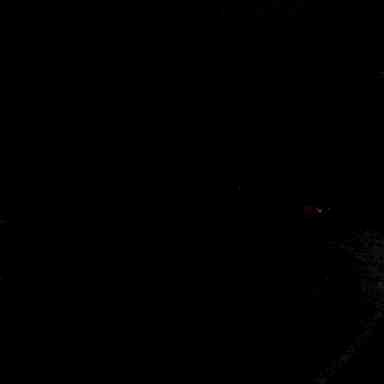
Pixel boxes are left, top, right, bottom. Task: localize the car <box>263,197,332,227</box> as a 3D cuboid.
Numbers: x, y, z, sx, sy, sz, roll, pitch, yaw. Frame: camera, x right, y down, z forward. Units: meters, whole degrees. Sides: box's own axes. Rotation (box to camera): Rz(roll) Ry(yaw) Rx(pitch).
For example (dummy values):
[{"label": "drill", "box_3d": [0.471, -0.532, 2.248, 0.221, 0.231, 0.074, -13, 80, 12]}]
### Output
[{"label": "car", "box_3d": [6.481, 1.084, 20.995, 2.097, 1.767, 4.553, 0, 1, -23]}]
